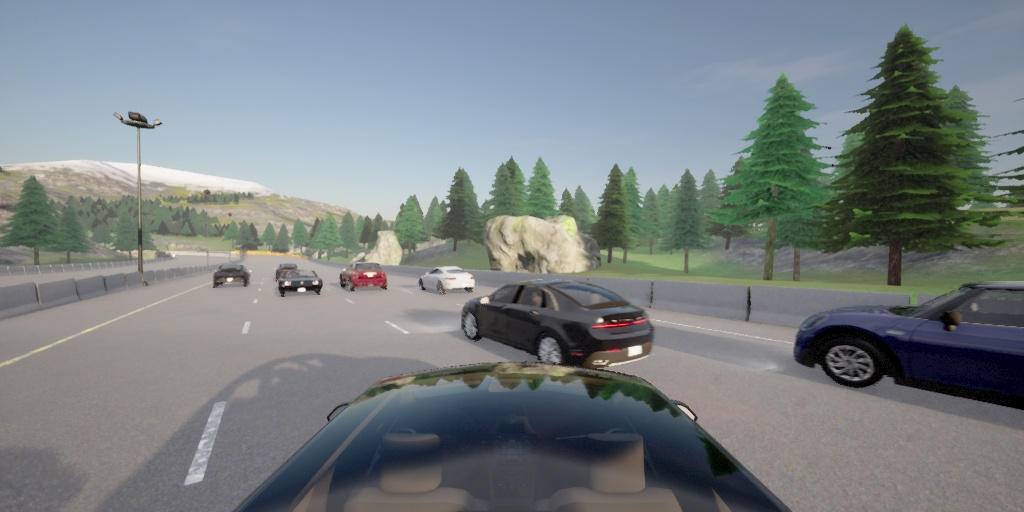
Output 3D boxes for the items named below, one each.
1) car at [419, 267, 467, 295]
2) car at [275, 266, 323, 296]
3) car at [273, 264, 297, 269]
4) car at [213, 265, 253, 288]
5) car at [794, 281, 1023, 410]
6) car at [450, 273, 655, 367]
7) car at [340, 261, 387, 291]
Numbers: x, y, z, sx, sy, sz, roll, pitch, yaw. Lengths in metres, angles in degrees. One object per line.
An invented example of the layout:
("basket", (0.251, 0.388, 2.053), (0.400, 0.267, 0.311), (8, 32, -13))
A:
("car", (-3.760, 1.316, 20.425), (1.812, 1.442, 4.674), (0, -1, -34))
("car", (-11.709, 1.405, 19.700), (1.895, 1.301, 4.718), (0, 0, -34))
("car", (-20.556, 1.442, 32.846), (1.837, 1.490, 4.892), (0, -1, -34))
("car", (-19.795, 1.375, 25.445), (1.837, 1.490, 4.892), (0, -2, -34))
("car", (6.737, 1.114, 4.830), (2.097, 1.767, 4.553), (0, 0, -34))
("car", (0.598, 1.255, 7.682), (1.837, 1.490, 4.892), (0, 0, -34))
("car", (-9.423, 1.169, 22.572), (2.097, 1.767, 4.553), (0, 0, -34))
